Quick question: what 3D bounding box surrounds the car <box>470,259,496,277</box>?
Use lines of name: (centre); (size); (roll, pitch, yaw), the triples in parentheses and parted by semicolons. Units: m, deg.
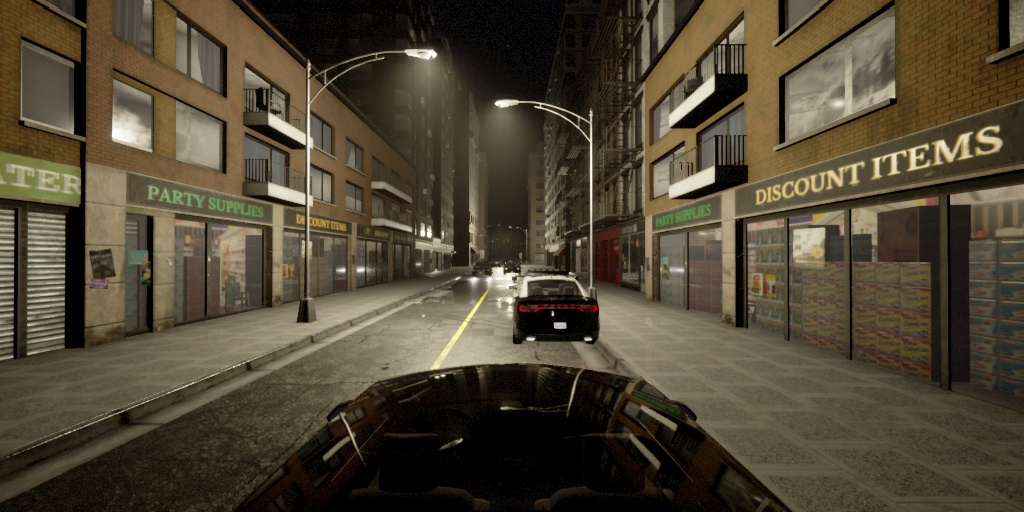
car: (-2.897, 1.294, 35.510); (1.812, 1.442, 4.674); (0, 0, 0)

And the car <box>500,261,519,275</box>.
car: (0.028, 1.373, 39.283); (1.895, 1.301, 4.718); (0, 0, 0)

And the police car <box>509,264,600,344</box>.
police car: (0.953, 1.178, 9.702); (1.930, 1.638, 5.238); (0, 0, 0)

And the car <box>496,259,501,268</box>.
car: (-2.829, 1.305, 60.934); (1.837, 1.490, 4.892); (0, 0, 0)
